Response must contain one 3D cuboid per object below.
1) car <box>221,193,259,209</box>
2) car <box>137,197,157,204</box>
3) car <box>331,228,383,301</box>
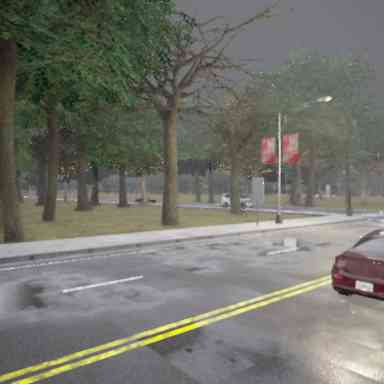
[{"bbox_3d":[6.325,1.219,44.807,2.150,2.045,5.566,0,0,-39],"label":"car"},{"bbox_3d":[-8.649,1.589,63.431,1.895,1.301,4.718,0,0,-38],"label":"car"},{"bbox_3d":[4.864,1.532,7.431,4.674,1.442,1.812,0,0,-40],"label":"car"}]
